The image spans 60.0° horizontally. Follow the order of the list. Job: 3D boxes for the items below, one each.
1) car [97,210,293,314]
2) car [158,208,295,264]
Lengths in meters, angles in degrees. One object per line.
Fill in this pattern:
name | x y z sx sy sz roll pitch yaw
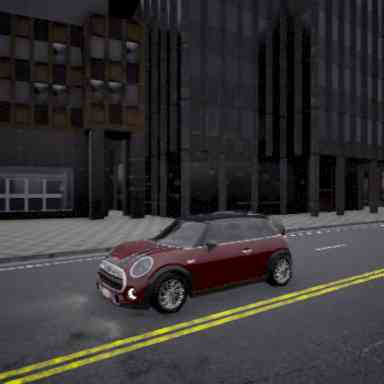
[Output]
car | 0.194 1.342 7.696 4.553 1.767 2.097 0 0 -35
car | 1.413 1.473 12.518 4.902 1.511 2.128 0 0 -34
